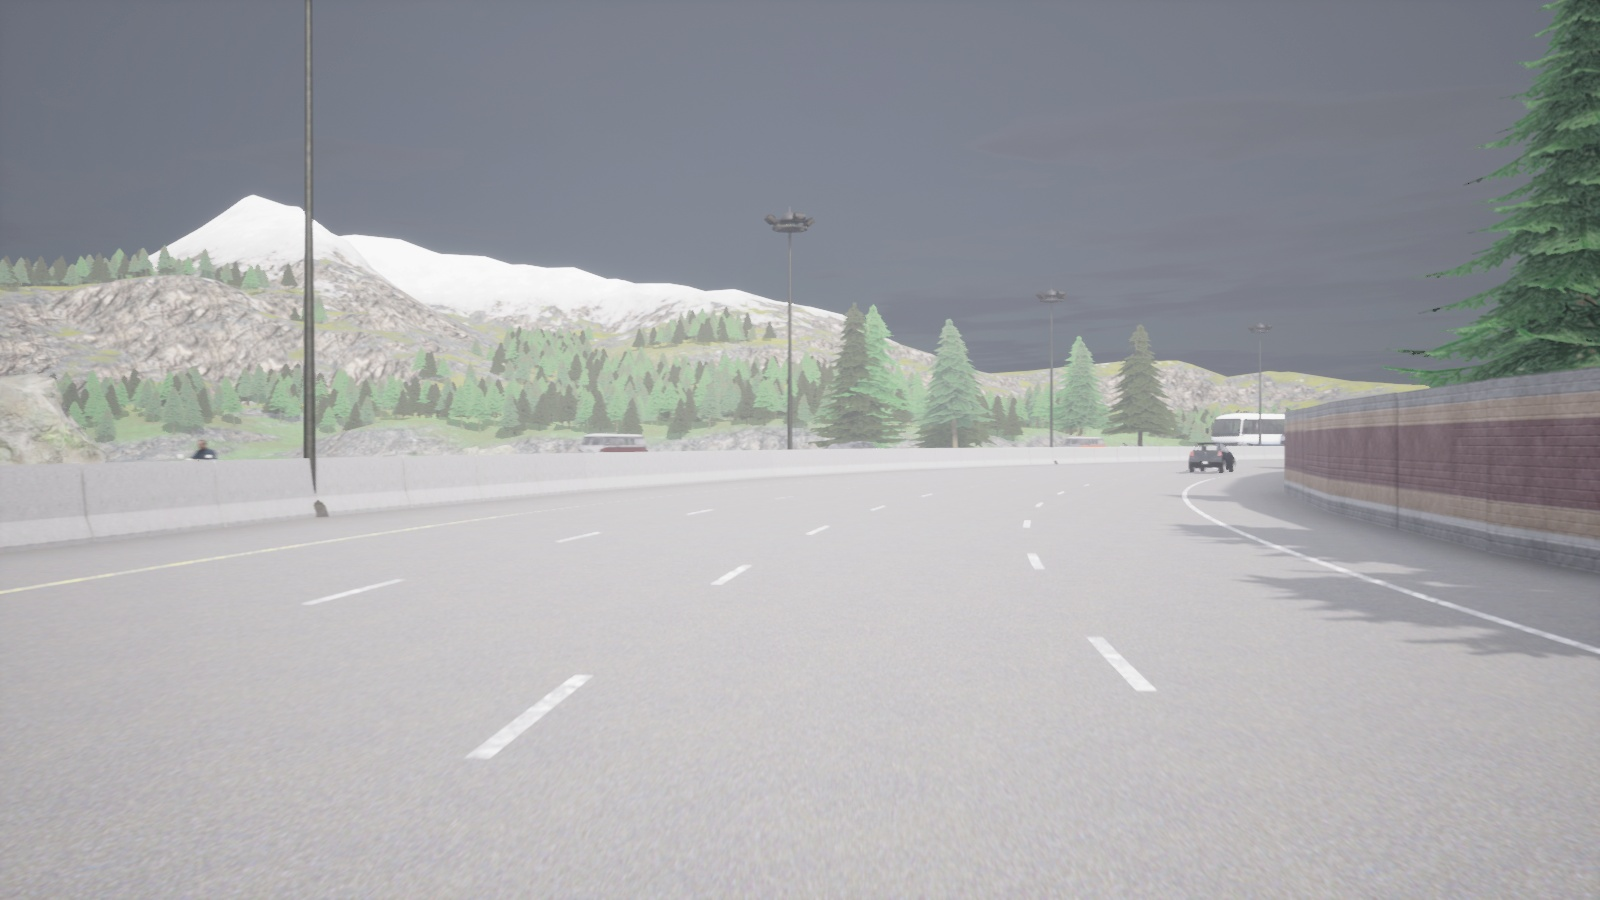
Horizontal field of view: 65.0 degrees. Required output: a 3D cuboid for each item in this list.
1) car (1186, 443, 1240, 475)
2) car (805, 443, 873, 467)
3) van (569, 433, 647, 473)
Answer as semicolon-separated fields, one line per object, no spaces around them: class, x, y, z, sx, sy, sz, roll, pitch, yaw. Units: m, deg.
car;20.527;0.428;62.365;1.845;1.501;3.633;0;0;29
car;2.521;0.297;80.019;2.163;1.488;4.792;0;0;32
van;-9.800;0.126;64.516;1.775;1.987;4.442;0;0;25
